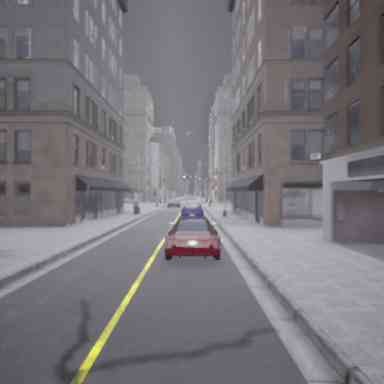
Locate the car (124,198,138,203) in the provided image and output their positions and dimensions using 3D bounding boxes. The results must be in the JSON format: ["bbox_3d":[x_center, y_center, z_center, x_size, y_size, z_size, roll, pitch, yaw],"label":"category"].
[{"bbox_3d":[-14.938,1.971,76.556,4.829,1.417,1.752,0,0,0],"label":"car"}]

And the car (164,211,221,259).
[{"bbox_3d":[0.042,1.633,12.822,1.994,1.385,4.181,0,0,1],"label":"car"}]

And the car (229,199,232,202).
[{"bbox_3d":[11.743,2.004,84.567,4.507,1.381,1.887,0,0,0],"label":"car"}]

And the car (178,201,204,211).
[{"bbox_3d":[0.042,1.631,28.727,1.882,1.535,5.008,0,0,0],"label":"car"}]

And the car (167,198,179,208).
[{"bbox_3d":[-2.842,1.767,53.039,1.882,1.535,5.008,0,0,0],"label":"car"}]
